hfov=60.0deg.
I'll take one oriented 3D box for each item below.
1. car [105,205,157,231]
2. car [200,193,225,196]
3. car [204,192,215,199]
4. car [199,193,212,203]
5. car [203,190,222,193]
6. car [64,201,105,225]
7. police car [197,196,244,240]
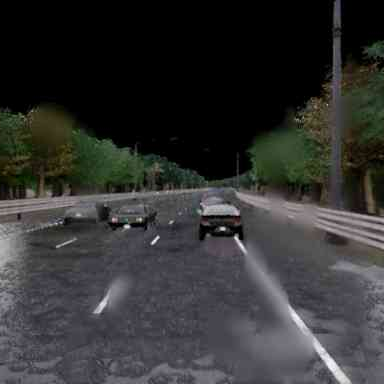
[{"bbox_3d":[-3.080,1.353,18.381,1.895,1.301,4.718,0,1,2],"label":"car"},{"bbox_3d":[1.632,1.115,25.685,1.801,1.575,5.366,0,1,2],"label":"car"},{"bbox_3d":[3.548,0.664,65.895,1.812,1.442,4.674,0,1,7],"label":"car"},{"bbox_3d":[2.115,0.860,50.621,1.812,1.442,4.674,0,1,5],"label":"car"},{"bbox_3d":[1.907,0.807,31.423,2.150,2.045,5.566,0,1,3],"label":"car"},{"bbox_3d":[-6.479,1.277,21.188,1.994,1.385,4.181,0,1,2],"label":"car"},{"bbox_3d":[1.281,1.216,15.766,1.930,1.638,5.238,0,1,2],"label":"police car"}]
